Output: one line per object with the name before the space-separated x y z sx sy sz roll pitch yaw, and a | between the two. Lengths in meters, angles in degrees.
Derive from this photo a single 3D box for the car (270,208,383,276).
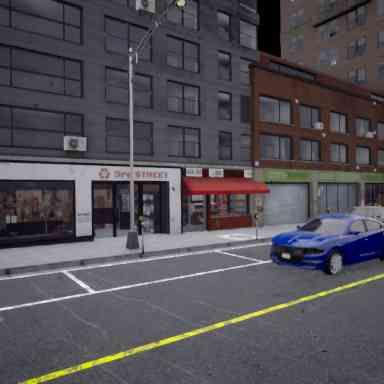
car | 4.597 1.475 10.521 5.008 1.535 1.882 0 0 -36

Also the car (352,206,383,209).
car | 8.456 1.435 16.440 4.097 1.590 1.967 0 -1 -35
